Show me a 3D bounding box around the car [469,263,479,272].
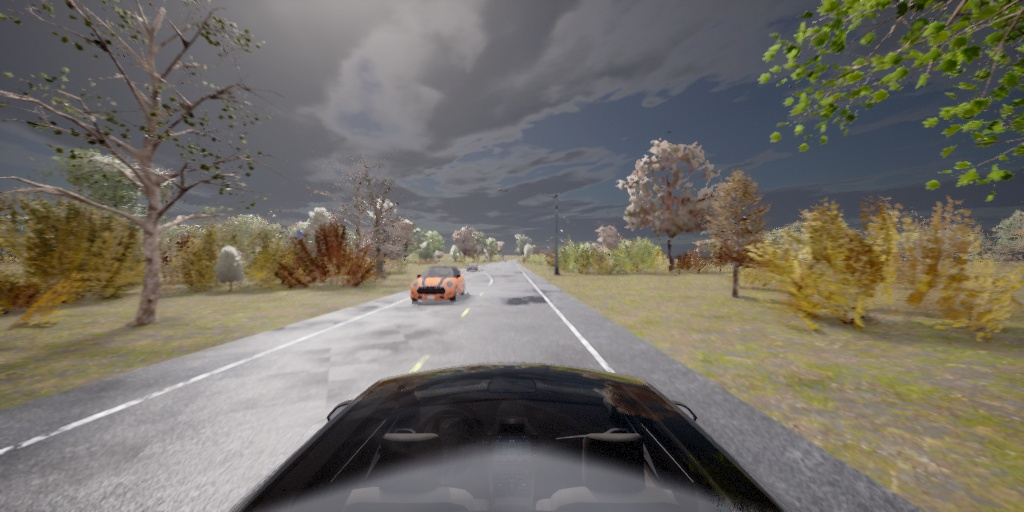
[{"bbox_3d":[-6.513,1.848,59.431,1.812,1.442,4.674,0,-1,-5],"label":"car"}]

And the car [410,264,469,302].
[{"bbox_3d":[-3.631,1.280,18.242,2.097,1.767,4.553,0,-1,0],"label":"car"}]
